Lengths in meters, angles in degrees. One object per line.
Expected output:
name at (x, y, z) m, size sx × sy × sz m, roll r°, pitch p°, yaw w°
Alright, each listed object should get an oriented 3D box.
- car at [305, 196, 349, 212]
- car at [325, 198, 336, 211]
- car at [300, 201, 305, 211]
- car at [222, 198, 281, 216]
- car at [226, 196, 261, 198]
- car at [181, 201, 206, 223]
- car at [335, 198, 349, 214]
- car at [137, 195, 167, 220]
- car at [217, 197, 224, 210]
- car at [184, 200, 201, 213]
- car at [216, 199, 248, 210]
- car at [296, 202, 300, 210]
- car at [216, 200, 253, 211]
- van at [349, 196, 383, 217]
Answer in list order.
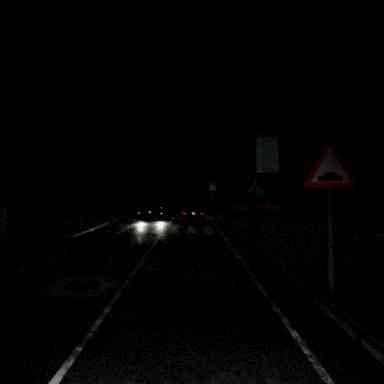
car at (18.432, 1.598, 43.949) m, size 5.566 × 2.045 × 2.435 m, roll 0°, pitch -2°, yaw -1°
car at (18.692, 1.710, 38.230) m, size 5.366 × 1.575 × 1.946 m, roll 0°, pitch -1°, yaw 0°
car at (18.420, 1.932, 46.734) m, size 4.892 × 1.521 × 2.231 m, roll 0°, pitch -2°, yaw -1°
car at (6.092, 1.614, 33.322) m, size 5.366 × 1.575 × 1.946 m, roll 0°, pitch -1°, yaw 0°
car at (6.285, 1.543, 36.244) m, size 4.553 × 1.767 × 2.185 m, roll 0°, pitch -1°, yaw 0°
car at (0.092, 1.592, 26.019) m, size 2.033 × 1.411 × 5.357 m, roll 0°, pitch -1°, yaw 0°
car at (18.713, 1.656, 35.569) m, size 5.366 × 1.575 × 1.946 m, roll 0°, pitch -1°, yaw 0°
car at (-3.361, 1.288, 29.060) m, size 2.150 × 2.045 × 5.566 m, roll 0°, pitch -1°, yaw -1°
car at (6.201, 1.639, 45.473) m, size 5.566 × 2.045 × 2.435 m, roll 0°, pitch -2°, yaw -1°
car at (0.039, 1.854, 42.966) m, size 2.128 × 1.511 × 4.902 m, roll 0°, pitch -2°, yaw 0°
car at (6.129, 1.947, 51.420) m, size 4.553 × 1.767 × 2.185 m, roll 0°, pitch -2°, yaw -1°
car at (18.364, 1.761, 49.409) m, size 5.566 × 2.045 × 2.435 m, roll 0°, pitch -2°, yaw -1°
car at (6.141, 1.979, 48.382) m, size 5.008 × 1.535 × 2.097 m, roll 0°, pitch -2°, yaw -1°
van at (18.433, 1.384, 32.777) m, size 4.442 × 1.987 × 1.878 m, roll 0°, pitch -1°, yaw 0°
